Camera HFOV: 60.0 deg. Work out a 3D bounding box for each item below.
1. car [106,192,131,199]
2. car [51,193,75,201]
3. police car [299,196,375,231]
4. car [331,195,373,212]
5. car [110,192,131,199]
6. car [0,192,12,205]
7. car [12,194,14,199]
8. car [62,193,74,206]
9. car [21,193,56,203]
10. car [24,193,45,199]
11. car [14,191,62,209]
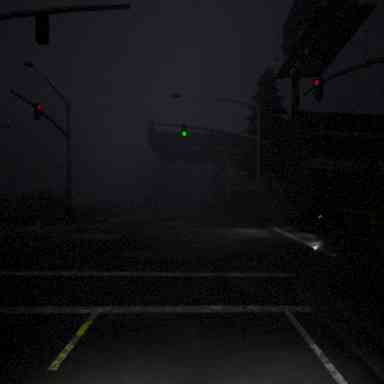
[{"bbox_3d":[-16.450,0.810,74.025,5.027,1.636,2.152,0,0,-1],"label":"car"},{"bbox_3d":[-24.052,0.883,62.132,3.633,1.501,1.845,0,0,-1],"label":"car"},{"bbox_3d":[8.364,1.114,17.400,5.238,1.638,1.930,0,0,0],"label":"police car"},{"bbox_3d":[17.222,1.226,36.102,2.242,1.667,4.611,0,0,-1],"label":"car"},{"bbox_3d":[-16.521,0.797,77.161,4.514,1.523,2.007,0,0,-1],"label":"car"},{"bbox_3d":[-24.669,0.818,39.678,4.605,1.855,1.932,0,0,-1],"label":"car"},{"bbox_3d":[-42.555,0.832,76.993,3.633,1.501,1.845,0,0,-1],"label":"car"},{"bbox_3d":[-16.190,1.081,39.769,3.806,1.475,1.970,0,0,-1],"label":"car"},{"bbox_3d":[-24.033,0.931,52.140,4.514,1.523,2.007,0,0,-1],"label":"car"},{"bbox_3d":[-35.116,0.864,74.058,3.806,1.475,1.970,0,0,-1],"label":"car"},{"bbox_3d":[-16.781,0.820,36.439,3.866,1.878,1.905,0,0,-1],"label":"car"}]
